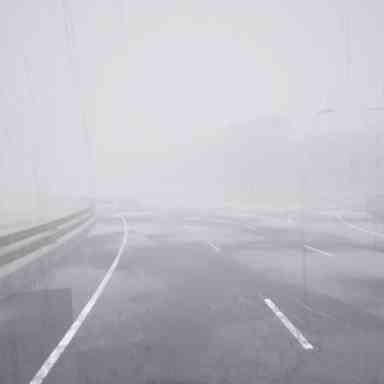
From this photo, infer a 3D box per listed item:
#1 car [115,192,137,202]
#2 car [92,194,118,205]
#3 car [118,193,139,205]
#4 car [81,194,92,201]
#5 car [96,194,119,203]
[{"bbox_3d":[-12.138,0.885,60.884,2.097,1.767,4.553,-1,1,-37],"label":"car"},{"bbox_3d":[-12.770,1.215,48.582,1.994,1.385,4.181,-1,1,-29],"label":"car"},{"bbox_3d":[-9.661,1.213,50.185,1.895,1.301,4.718,-1,1,-29],"label":"car"},{"bbox_3d":[-17.923,1.139,56.944,1.812,1.442,4.674,-1,1,-37],"label":"car"},{"bbox_3d":[-15.037,1.065,58.923,2.128,1.511,4.902,-1,1,-37],"label":"car"}]
